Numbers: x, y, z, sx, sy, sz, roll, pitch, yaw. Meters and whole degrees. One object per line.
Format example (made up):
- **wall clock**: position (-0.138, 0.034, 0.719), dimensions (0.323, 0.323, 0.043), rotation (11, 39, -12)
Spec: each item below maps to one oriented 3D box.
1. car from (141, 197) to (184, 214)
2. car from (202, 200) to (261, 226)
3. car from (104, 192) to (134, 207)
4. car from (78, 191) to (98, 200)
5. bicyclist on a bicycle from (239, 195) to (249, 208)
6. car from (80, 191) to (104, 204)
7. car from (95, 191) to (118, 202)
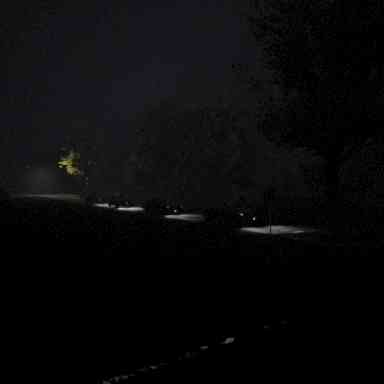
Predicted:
- **car**: position (-2.821, 1.161, 30.075), dimensions (2.033, 1.411, 5.357), rotation (0, 1, -33)
- **car**: position (2.469, 1.291, 21.941), dimensions (1.812, 1.442, 4.674), rotation (0, 1, -33)
- **car**: position (-8.240, 1.020, 38.420), dimensions (1.994, 1.385, 4.181), rotation (0, 1, -33)
- **car**: position (-18.894, 0.554, 60.157), dimensions (2.128, 1.511, 4.902), rotation (0, 1, -33)
- **bicyclist on a bicycle**: position (4.506, 1.126, 29.771), dimensions (1.656, 1.620, 0.582), rotation (0, 1, -33)
- **car**: position (-13.759, 0.784, 46.977), dimensions (2.128, 1.511, 4.902), rotation (0, 1, -32)
- **car**: position (-13.261, 0.708, 51.525), dimensions (1.882, 1.535, 5.008), rotation (0, 1, -33)
